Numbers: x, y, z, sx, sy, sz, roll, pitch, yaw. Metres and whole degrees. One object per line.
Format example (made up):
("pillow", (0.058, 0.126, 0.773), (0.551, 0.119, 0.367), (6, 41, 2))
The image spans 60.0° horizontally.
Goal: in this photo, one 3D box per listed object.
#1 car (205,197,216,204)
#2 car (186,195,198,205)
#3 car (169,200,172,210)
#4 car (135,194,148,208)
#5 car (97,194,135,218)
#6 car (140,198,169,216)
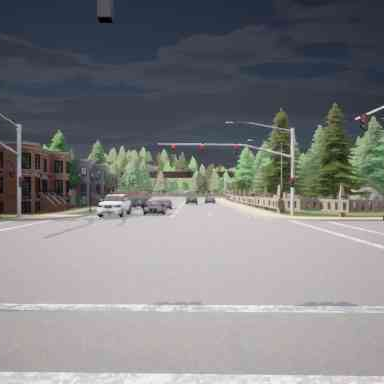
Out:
("car", (3.542, 1.564, 65.227), (1.994, 1.385, 4.181), (0, 0, 0))
("car", (-0.054, 1.352, 60.247), (2.097, 1.767, 4.553), (0, 0, 0))
("car", (-3.614, 1.563, 43.167), (1.994, 1.385, 4.181), (0, 0, 1))
("car", (-7.113, 1.223, 45.089), (2.150, 2.045, 5.566), (0, 0, 0))
("car", (-7.114, 1.222, 30.933), (2.150, 2.045, 5.566), (0, 0, 0))
("car", (-3.591, 1.564, 32.505), (1.994, 1.385, 4.181), (0, 0, -1))
